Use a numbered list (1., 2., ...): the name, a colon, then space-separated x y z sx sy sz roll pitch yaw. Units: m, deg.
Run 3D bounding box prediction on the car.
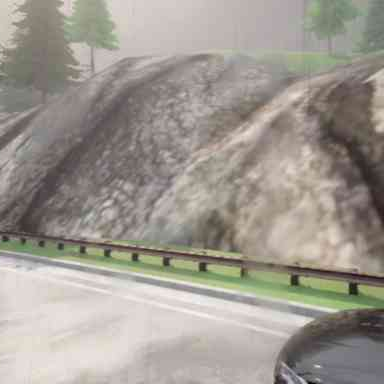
1. car: 2.902 1.447 1.889 4.902 1.511 2.128 0 1 36
